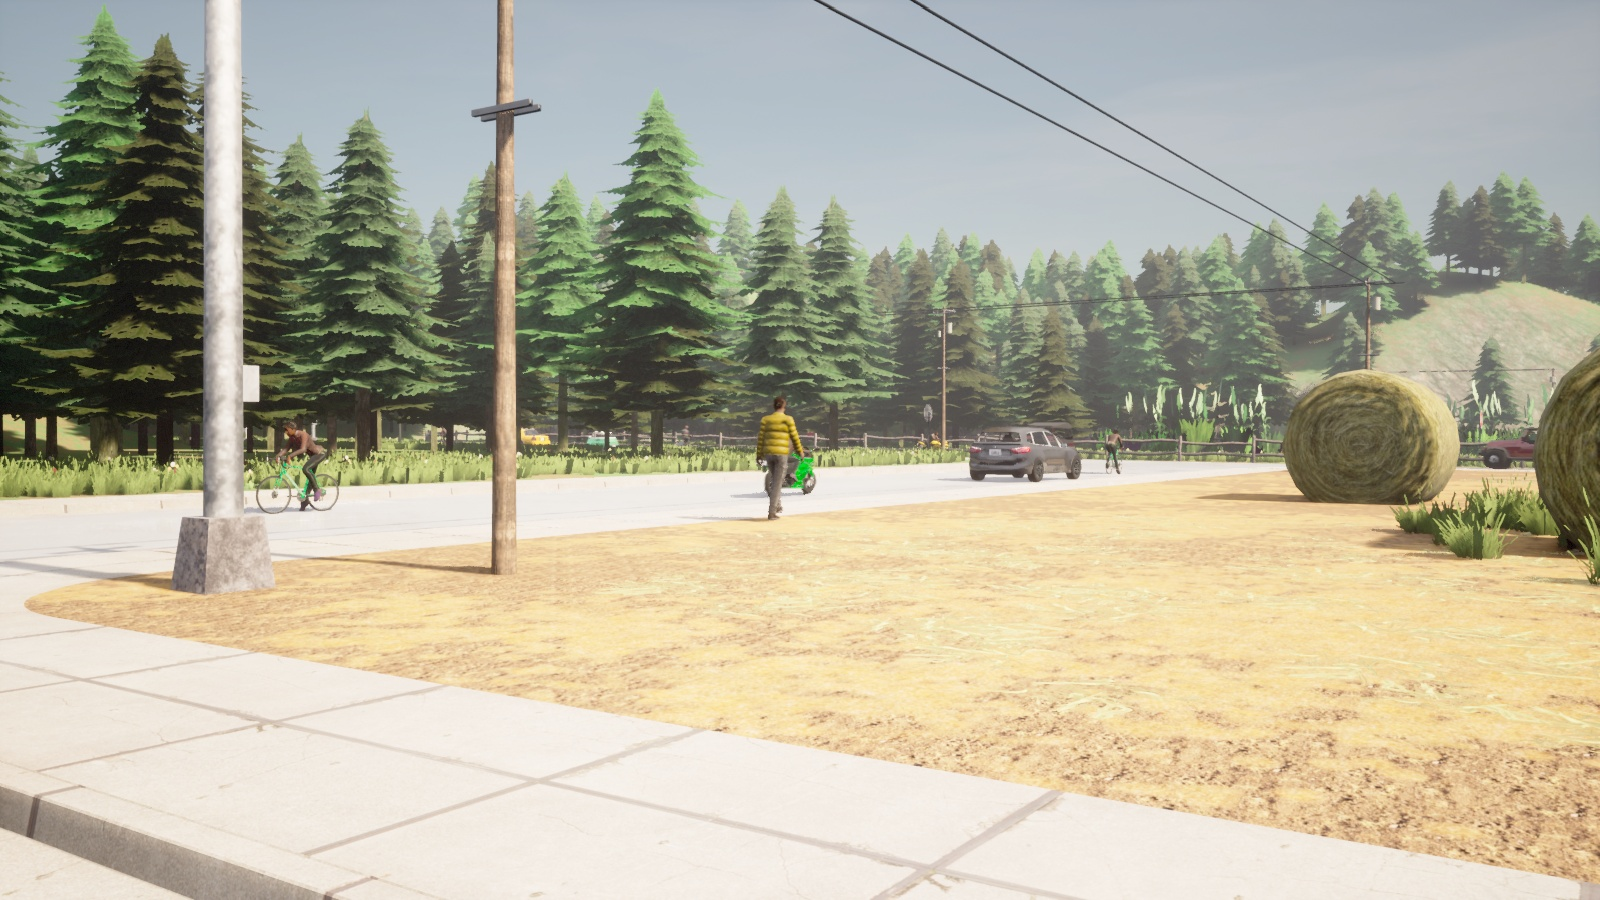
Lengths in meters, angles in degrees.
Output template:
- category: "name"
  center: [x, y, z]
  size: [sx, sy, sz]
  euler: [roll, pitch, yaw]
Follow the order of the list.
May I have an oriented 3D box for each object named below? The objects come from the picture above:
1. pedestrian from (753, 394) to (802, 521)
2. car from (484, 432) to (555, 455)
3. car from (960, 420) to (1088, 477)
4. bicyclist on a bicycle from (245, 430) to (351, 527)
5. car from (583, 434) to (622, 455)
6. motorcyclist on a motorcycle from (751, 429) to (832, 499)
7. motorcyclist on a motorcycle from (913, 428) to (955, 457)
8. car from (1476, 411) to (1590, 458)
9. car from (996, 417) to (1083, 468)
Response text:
- category: "pedestrian"
  center: [-0.331, 0.110, 18.590]
  size: [0.431, 1.840, 0.709]
  euler: [0, 1, 24]
- category: "car"
  center: [-20.107, -0.477, 89.932]
  size: [5.366, 1.575, 1.801]
  euler: [0, 1, 36]
- category: "car"
  center: [7.062, -0.090, 39.193]
  size: [2.242, 1.667, 4.611]
  euler: [0, 1, 34]
- category: "bicyclist on a bicycle"
  center: [-8.881, 0.477, 22.268]
  size: [0.582, 1.620, 1.656]
  euler: [0, 1, 35]
- category: "car"
  center: [-13.386, -0.367, 85.084]
  size: [2.207, 1.376, 1.481]
  euler: [0, 1, 36]
- category: "motorcyclist on a motorcycle"
  center: [-0.179, 0.299, 28.711]
  size: [0.797, 1.523, 2.044]
  euler: [0, 1, 35]
- category: "motorcyclist on a motorcycle"
  center: [7.019, -0.400, 65.786]
  size: [2.044, 1.523, 0.797]
  euler: [0, 1, 37]
- category: "car"
  center: [30.473, -0.662, 52.246]
  size: [3.866, 1.878, 1.905]
  euler: [0, 1, 37]
- category: "car"
  center: [9.307, -0.312, 48.579]
  size: [1.905, 1.878, 3.866]
  euler: [0, 1, 34]
